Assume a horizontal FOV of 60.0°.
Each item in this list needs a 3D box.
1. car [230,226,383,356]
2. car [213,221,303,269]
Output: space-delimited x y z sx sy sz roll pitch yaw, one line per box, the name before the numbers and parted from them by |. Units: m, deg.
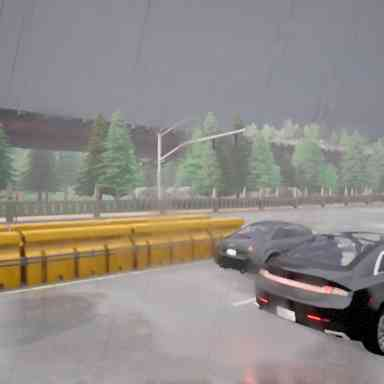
car | 3.278 1.483 6.065 4.902 1.511 2.128 0 0 -36
car | 2.671 1.553 9.926 4.181 1.385 1.994 0 0 -35
